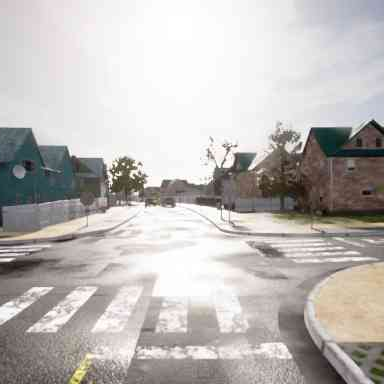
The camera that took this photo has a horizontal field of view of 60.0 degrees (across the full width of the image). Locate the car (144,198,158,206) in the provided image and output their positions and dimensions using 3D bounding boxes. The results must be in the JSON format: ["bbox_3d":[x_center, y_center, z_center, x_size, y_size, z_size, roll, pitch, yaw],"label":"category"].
[{"bbox_3d":[-7.520,1.821,60.108,1.837,1.490,4.892,0,-1,-10],"label":"car"}]

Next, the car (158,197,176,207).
[{"bbox_3d":[-4.035,1.628,56.447,2.097,1.767,4.553,0,-1,-10],"label":"car"}]

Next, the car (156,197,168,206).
[{"bbox_3d":[-6.023,1.870,66.372,1.882,1.535,5.008,0,-1,-13],"label":"car"}]
